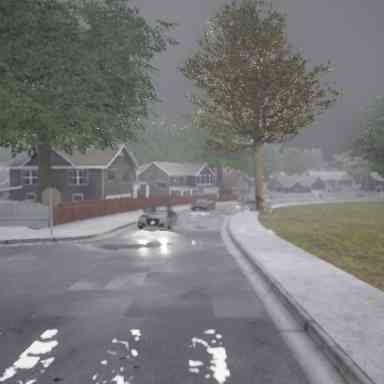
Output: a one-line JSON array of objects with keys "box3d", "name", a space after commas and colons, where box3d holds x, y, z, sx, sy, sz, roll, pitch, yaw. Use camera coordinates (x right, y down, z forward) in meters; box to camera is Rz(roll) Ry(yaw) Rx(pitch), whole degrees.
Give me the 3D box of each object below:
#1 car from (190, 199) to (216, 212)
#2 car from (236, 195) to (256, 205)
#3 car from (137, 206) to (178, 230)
[{"box3d": [1.429, 1.492, 38.643, 2.033, 1.411, 5.357, 1, 0, 18], "name": "car"}, {"box3d": [9.041, 1.263, 55.519, 2.097, 1.767, 4.553, 2, 1, 31], "name": "car"}, {"box3d": [-2.085, 1.564, 21.091, 1.994, 1.385, 4.181, 0, 0, 5], "name": "car"}]
